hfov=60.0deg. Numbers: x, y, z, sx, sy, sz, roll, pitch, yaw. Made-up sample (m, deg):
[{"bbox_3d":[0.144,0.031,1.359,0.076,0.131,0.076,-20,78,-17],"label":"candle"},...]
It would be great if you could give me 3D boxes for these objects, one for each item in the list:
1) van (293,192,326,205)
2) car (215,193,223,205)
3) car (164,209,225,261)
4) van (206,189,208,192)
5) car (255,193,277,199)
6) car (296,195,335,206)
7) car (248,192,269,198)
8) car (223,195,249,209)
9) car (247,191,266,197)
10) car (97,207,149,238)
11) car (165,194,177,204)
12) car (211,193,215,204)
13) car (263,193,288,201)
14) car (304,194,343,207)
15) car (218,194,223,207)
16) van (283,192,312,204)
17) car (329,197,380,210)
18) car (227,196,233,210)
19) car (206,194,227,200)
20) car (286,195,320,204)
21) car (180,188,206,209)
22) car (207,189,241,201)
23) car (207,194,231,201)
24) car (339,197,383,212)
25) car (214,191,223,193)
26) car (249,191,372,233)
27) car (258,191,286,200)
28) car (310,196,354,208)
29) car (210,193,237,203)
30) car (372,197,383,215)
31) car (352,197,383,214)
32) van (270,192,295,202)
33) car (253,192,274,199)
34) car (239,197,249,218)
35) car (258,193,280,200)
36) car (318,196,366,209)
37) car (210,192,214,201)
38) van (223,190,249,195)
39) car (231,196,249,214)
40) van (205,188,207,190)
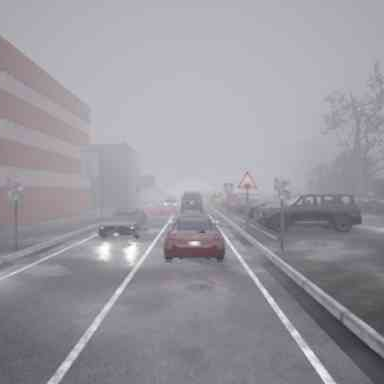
[{"bbox_3d":[18.487,1.000,52.349,4.442,1.987,1.878,0,0,-1],"label":"van"},{"bbox_3d":[6.113,1.259,43.631,5.366,1.575,1.946,0,0,-1],"label":"car"},{"bbox_3d":[0.076,1.533,12.160,1.994,1.385,4.181,0,0,0],"label":"car"},{"bbox_3d":[5.634,0.893,72.022,4.442,1.987,1.878,0,1,-1],"label":"van"},{"bbox_3d":[17.941,0.966,80.728,4.792,1.488,2.163,0,1,-1],"label":"car"},{"bbox_3d":[18.416,1.237,49.651,5.008,1.535,2.097,0,0,-1],"label":"car"},{"bbox_3d":[17.845,0.754,89.196,5.008,1.535,2.097,0,1,-1],"label":"car"},{"bbox_3d":[6.021,1.325,35.152,4.792,1.488,2.163,0,0,-1],"label":"car"},{"bbox_3d":[17.780,0.571,91.891,4.553,1.767,2.185,0,1,-1],"label":"car"},{"bbox_3d":[-3.386,1.495,17.495,2.033,1.411,5.357,0,0,0],"label":"car"},{"bbox_3d":[-3.667,1.208,58.822,1.882,1.535,5.008,0,1,0],"label":"car"},{"bbox_3d":[5.702,1.248,46.451,5.366,1.575,1.946,0,0,-1],"label":"car"},{"bbox_3d":[18.086,1.116,72.248,5.008,1.535,2.097,0,1,-1],"label":"car"},{"bbox_3d":[18.482,1.122,46.828,4.553,1.767,2.185,0,0,-1],"label":"car"},{"bbox_3d":[5.966,1.313,40.804,4.674,1.452,2.002,0,0,-1],"label":"car"},{"bbox_3d":[18.409,0.979,57.999,4.442,1.987,1.878,0,0,-1],"label":"van"},{"bbox_3d":[18.605,1.311,38.235,4.792,1.488,2.163,0,0,-1],"label":"car"},{"bbox_3d":[6.094,1.346,32.327,4.674,1.452,2.002,0,0,-1],"label":"car"},{"bbox_3d":[5.481,1.105,74.730,4.674,1.452,2.002,0,1,-1],"label":"car"},{"bbox_3d":[18.338,1.217,55.174,4.892,1.521,2.231,0,0,-1],"label":"car"},{"bbox_3d":[-0.030,0.903,34.159,2.150,2.045,5.566,0,5,0],"label":"car"},{"bbox_3d":[5.793,0.967,54.930,5.566,2.045,2.435,0,0,-1],"label":"car"},{"bbox_3d":[5.563,1.198,69.066,4.674,1.452,2.002,0,0,-1],"label":"car"},{"bbox_3d":[18.611,1.292,35.410,5.008,1.535,2.097,0,0,-1],"label":"car"},{"bbox_3d":[5.877,1.114,49.279,4.553,1.767,2.185,0,0,-1],"label":"car"},{"bbox_3d":[6.267,1.100,18.198,5.566,2.045,2.435,0,0,-1],"label":"car"},{"bbox_3d":[18.023,0.807,75.076,5.566,2.045,2.435,0,1,-1],"label":"car"},{"bbox_3d":[18.487,1.259,44.005,5.008,1.535,2.097,0,0,-1],"label":"car"},{"bbox_3d":[5.714,1.070,60.581,4.553,1.767,2.185,0,0,-1],"label":"car"},{"bbox_3d":[18.694,1.315,29.763,4.892,1.521,2.231,0,0,-1],"label":"car"},{"bbox_3d":[18.652,1.303,32.587,5.008,1.535,2.097,0,0,-1],"label":"car"},{"bbox_3d":[18.053,0.946,66.466,4.442,1.987,1.878,0,0,-1],"label":"van"},{"bbox_3d":[17.939,0.880,83.426,4.892,1.521,2.231,0,1,-1],"label":"car"},{"bbox_3d":[6.208,1.336,23.851,5.008,1.535,2.097,0,0,-1],"label":"car"},{"bbox_3d":[17.981,1.027,77.905,4.792,1.488,2.163,0,1,-1],"label":"car"},{"bbox_3d":[18.537,1.270,41.182,5.008,1.535,2.097,0,0,-1],"label":"car"},{"bbox_3d":[5.991,1.226,52.108,5.366,1.575,1.946,0,0,-1],"label":"car"},{"bbox_3d":[6.126,1.058,37.979,4.442,1.987,1.878,0,0,-1],"label":"van"},{"bbox_3d":[6.129,1.357,29.502,4.674,1.452,2.002,0,0,-1],"label":"car"},{"bbox_3d":[5.555,0.778,77.550,4.442,1.987,1.878,0,1,-1],"label":"van"}]
